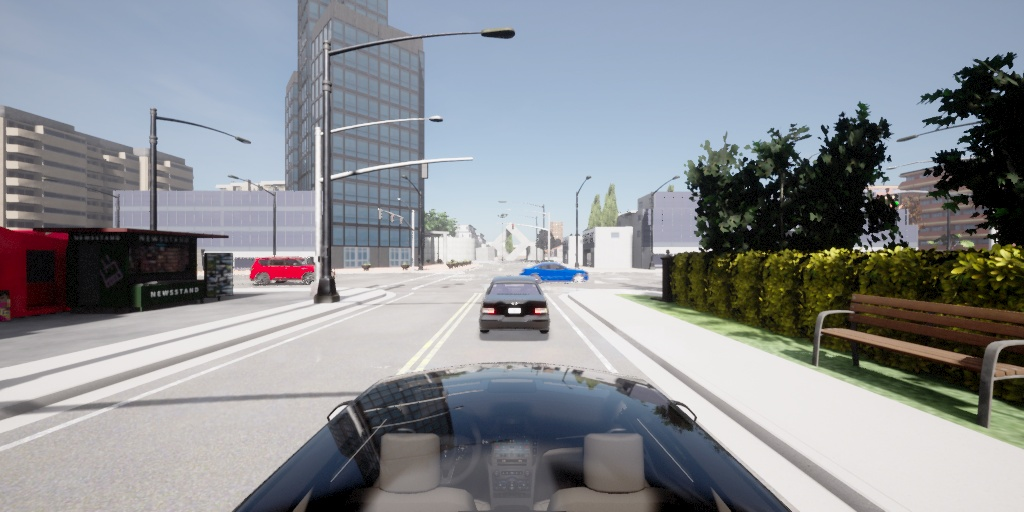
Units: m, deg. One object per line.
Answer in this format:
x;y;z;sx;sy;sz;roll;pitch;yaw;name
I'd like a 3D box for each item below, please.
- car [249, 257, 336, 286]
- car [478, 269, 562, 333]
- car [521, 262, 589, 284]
-15.919;1.073;26.133;5.566;2.045;2.150;-1;0;0;car
0.069;1.297;10.718;2.033;1.411;5.357;0;0;0;car
3.078;1.231;26.287;5.008;1.535;1.882;0;0;0;car
